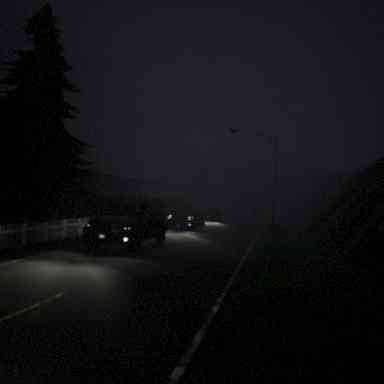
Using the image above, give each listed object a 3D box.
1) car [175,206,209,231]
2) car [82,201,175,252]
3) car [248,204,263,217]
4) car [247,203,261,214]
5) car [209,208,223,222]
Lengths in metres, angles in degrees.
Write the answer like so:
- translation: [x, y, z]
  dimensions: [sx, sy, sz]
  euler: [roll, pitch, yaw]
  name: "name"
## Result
- translation: [-0.396, 1.862, 25.353]
  dimensions: [2.097, 1.767, 4.553]
  euler: [3, -1, 14]
  name: "car"
- translation: [-2.838, 1.454, 15.654]
  dimensions: [2.150, 2.045, 5.566]
  euler: [3, -1, 14]
  name: "car"
- translation: [9.908, 2.967, 51.339]
  dimensions: [1.812, 1.442, 4.674]
  euler: [3, -1, 14]
  name: "car"
- translation: [11.603, 3.053, 62.241]
  dimensions: [2.097, 1.767, 4.553]
  euler: [3, -1, 5]
  name: "car"
- translation: [2.041, 2.351, 35.009]
  dimensions: [1.994, 1.385, 4.181]
  euler: [3, -1, 14]
  name: "car"
